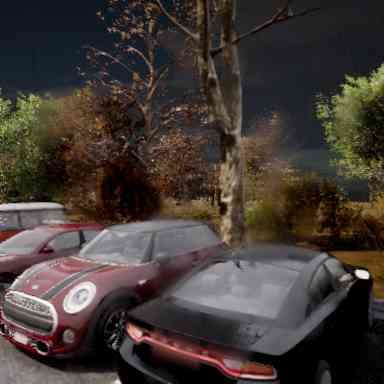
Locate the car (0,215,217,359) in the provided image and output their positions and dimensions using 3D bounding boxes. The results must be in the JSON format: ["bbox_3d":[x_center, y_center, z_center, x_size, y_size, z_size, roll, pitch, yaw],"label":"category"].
[{"bbox_3d":[-1.030,1.392,6.365,2.185,1.767,4.553,-1,0,36],"label":"car"}]

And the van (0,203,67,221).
[{"bbox_3d":[-5.476,1.339,9.640,1.878,1.987,4.442,0,0,36],"label":"van"}]

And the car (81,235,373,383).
[{"bbox_3d":[1.248,1.494,4.696,2.097,1.535,5.008,-1,0,35],"label":"car"}]
